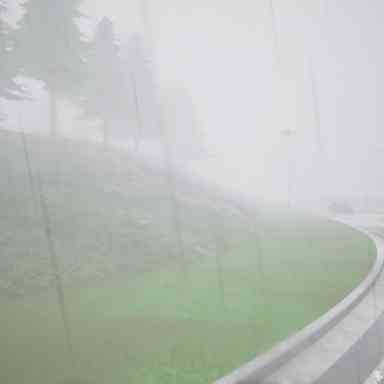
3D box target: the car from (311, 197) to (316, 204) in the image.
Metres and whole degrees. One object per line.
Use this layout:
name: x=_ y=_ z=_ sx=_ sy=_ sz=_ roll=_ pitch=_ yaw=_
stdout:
car: x=26.822 y=1.809 z=71.227 sx=1.812 sy=1.442 sz=4.674 roll=0 pitch=0 yaw=11

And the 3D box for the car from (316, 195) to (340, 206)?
car: x=24.823 y=1.604 z=61.032 sx=2.150 sy=2.045 sz=5.566 roll=0 pitch=0 yaw=11

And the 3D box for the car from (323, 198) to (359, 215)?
car: x=16.798 y=1.779 z=37.757 sx=2.033 sy=1.411 sz=5.357 roll=0 pitch=0 yaw=11

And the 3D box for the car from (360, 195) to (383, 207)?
car: x=31.692 y=1.567 z=59.686 sx=2.150 sy=2.045 sz=5.566 roll=0 pitch=0 yaw=11

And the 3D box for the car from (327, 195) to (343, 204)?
car: x=30.250 y=1.622 z=70.526 sx=2.097 sy=1.767 sz=4.553 roll=0 pitch=0 yaw=11

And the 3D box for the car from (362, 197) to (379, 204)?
car: x=37.126 y=1.731 z=69.208 sx=1.837 sy=1.490 sz=4.892 roll=0 pitch=0 yaw=11

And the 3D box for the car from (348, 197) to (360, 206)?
car: x=28.253 y=1.840 z=60.328 sx=1.882 sy=1.535 sz=5.008 roll=0 pitch=0 yaw=11

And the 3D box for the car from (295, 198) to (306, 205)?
car: x=23.393 y=2.024 z=71.925 sx=1.994 sy=1.385 sz=4.181 roll=0 pitch=0 yaw=11

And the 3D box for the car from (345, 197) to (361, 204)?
car: x=33.691 y=1.749 z=69.881 sx=1.837 sy=1.490 sz=4.892 roll=0 pitch=0 yaw=11
